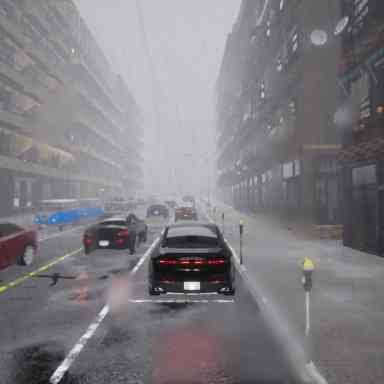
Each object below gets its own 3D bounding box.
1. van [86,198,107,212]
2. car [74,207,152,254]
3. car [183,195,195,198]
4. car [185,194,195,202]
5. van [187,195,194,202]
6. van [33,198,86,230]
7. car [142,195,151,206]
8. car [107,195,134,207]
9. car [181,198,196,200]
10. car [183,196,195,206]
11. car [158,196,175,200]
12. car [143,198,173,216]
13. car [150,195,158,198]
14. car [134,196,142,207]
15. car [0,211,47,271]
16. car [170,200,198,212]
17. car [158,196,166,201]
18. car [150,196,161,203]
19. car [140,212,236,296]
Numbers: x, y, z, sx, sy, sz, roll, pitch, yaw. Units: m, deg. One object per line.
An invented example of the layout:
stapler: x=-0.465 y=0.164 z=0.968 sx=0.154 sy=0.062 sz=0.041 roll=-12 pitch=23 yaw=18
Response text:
van: x=-8.314 y=1.368 z=26.285 sx=1.690 sy=1.788 sz=3.998 roll=1 pitch=0 yaw=0
car: x=-2.919 y=1.534 z=13.322 sx=1.812 sy=1.442 sz=4.674 roll=0 pitch=0 yaw=0
car: x=-0.429 y=1.490 z=37.286 sx=1.967 sy=1.590 sz=4.097 roll=1 pitch=0 yaw=0
car: x=-0.473 y=1.521 z=81.536 sx=2.192 sy=1.841 sz=5.009 roll=1 pitch=0 yaw=0
van: x=-0.475 y=1.575 z=87.068 sx=1.690 sy=1.788 sz=3.998 roll=1 pitch=0 yaw=0
van: x=-8.312 y=1.359 z=20.753 sx=1.690 sy=1.788 sz=3.998 roll=2 pitch=0 yaw=0
car: x=-8.322 y=1.660 z=53.938 sx=1.947 sy=1.339 sz=4.313 roll=1 pitch=0 yaw=0
car: x=-8.314 y=1.365 z=37.346 sx=2.192 sy=1.841 sz=5.009 roll=1 pitch=0 yaw=0
car: x=-0.439 y=1.582 z=31.754 sx=1.887 sy=1.381 sz=4.507 roll=1 pitch=0 yaw=0
car: x=-0.473 y=1.553 z=59.411 sx=1.967 sy=1.590 sz=4.097 roll=1 pitch=0 yaw=0
car: x=-2.924 y=1.559 z=44.543 sx=2.128 sy=1.511 sz=4.902 roll=0 pitch=0 yaw=0
car: x=-3.022 y=1.560 z=30.390 sx=1.812 sy=1.442 sz=4.674 roll=0 pitch=0 yaw=0
car: x=-8.318 y=1.471 z=70.528 sx=2.192 sy=1.841 sz=5.009 roll=1 pitch=0 yaw=0
car: x=-8.314 y=1.379 z=42.876 sx=2.192 sy=1.841 sz=5.009 roll=1 pitch=0 yaw=0
car: x=-5.871 y=1.482 z=8.620 sx=1.882 sy=1.535 sz=5.008 roll=0 pitch=0 yaw=0
car: x=-0.438 y=1.572 z=26.224 sx=1.887 sy=1.381 sz=4.507 roll=1 pitch=0 yaw=0
car: x=-8.327 y=1.846 z=92.652 sx=1.802 sy=1.307 sz=4.206 roll=1 pitch=0 yaw=0
car: x=-8.324 y=1.725 z=76.059 sx=1.887 sy=1.381 sz=4.507 roll=1 pitch=0 yaw=0
car: x=0.000 y=1.509 z=8.653 sx=1.837 sy=1.490 sz=4.892 roll=0 pitch=0 yaw=0
